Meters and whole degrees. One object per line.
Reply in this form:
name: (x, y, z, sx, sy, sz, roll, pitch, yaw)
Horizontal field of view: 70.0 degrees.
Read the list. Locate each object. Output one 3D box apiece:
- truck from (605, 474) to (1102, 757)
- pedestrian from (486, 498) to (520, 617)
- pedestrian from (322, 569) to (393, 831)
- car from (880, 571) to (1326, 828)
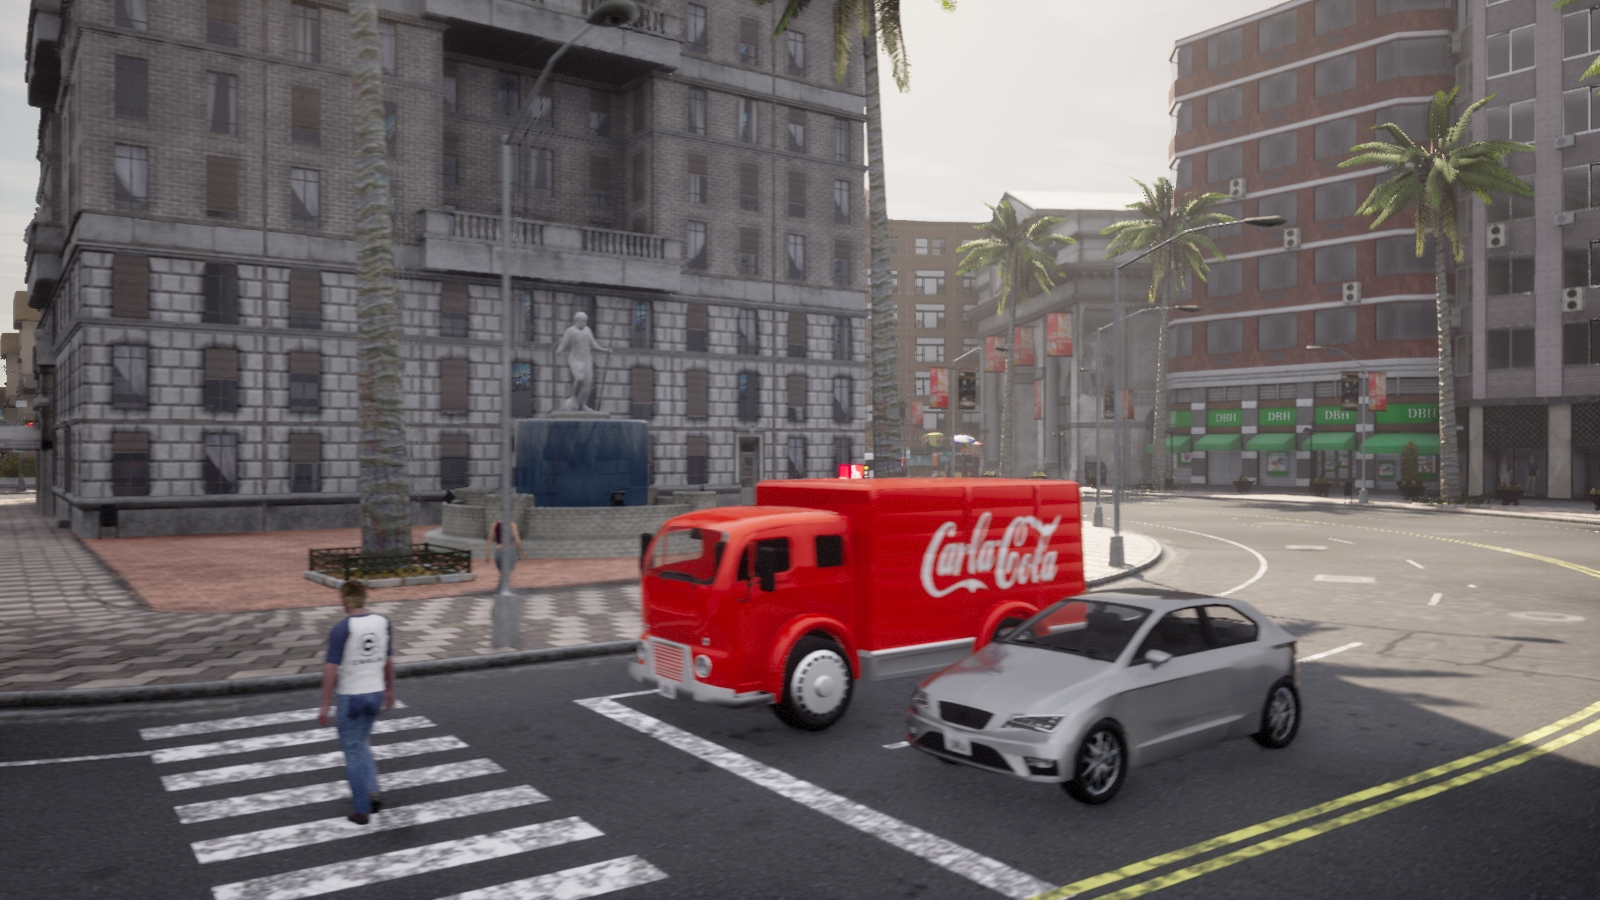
truck: (0.731, 1.567, 13.077, 5.204, 2.467, 2.627, 0, 0, -37)
pedestrian: (-4.731, 1.697, 18.181, 0.375, 1.860, 0.375, 0, 0, 20)
pedestrian: (-3.333, 1.850, 8.603, 0.375, 1.860, 0.375, 0, 0, 43)
car: (2.900, 2.067, 10.498, 4.193, 1.474, 1.816, 0, 0, -38)
